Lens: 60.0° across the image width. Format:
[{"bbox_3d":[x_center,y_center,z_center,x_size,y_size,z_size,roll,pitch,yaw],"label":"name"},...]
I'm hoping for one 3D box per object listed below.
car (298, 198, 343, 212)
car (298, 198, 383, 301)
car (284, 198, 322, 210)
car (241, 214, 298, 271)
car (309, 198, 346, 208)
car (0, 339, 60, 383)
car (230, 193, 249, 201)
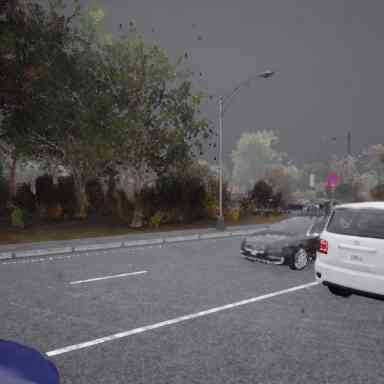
[{"bbox_3d":[15.569,1.491,40.540,2.128,1.511,4.902,0,0,-32],"label":"car"},{"bbox_3d":[5.050,1.221,7.356,5.566,2.045,2.150,0,0,-35],"label":"car"},{"bbox_3d":[12.539,1.491,38.756,2.128,1.511,4.902,0,0,-33],"label":"car"},{"bbox_3d":[3.748,1.505,10.974,4.892,1.490,1.837,0,0,-36],"label":"car"},{"bbox_3d":[19.441,1.600,47.890,1.895,1.301,4.718,0,0,-32],"label":"car"},{"bbox_3d":[-3.070,1.526,1.553,4.674,1.442,1.812,0,0,-36],"label":"car"},{"bbox_3d":[7.294,1.213,47.085,2.150,2.045,5.566,0,0,-32],"label":"car"}]
